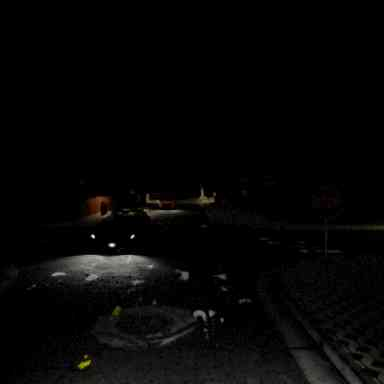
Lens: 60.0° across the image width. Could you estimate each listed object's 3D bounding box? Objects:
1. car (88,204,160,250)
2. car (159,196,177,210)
[{"bbox_3d":[-2.781,1.450,14.197,2.033,1.411,5.357,0,0,0],"label":"car"},{"bbox_3d":[-2.849,1.256,39.312,1.882,1.535,5.008,0,1,0],"label":"car"}]
